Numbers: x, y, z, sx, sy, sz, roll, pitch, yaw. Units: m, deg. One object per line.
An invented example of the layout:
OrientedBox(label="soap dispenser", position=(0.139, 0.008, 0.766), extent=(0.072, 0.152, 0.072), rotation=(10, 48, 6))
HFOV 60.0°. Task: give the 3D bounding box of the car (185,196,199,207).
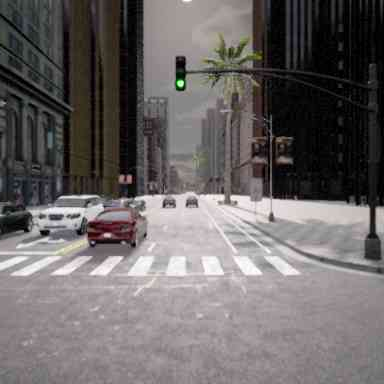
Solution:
OrientedBox(label="car", position=(-0.001, 1.434, 49.449), extent=(1.837, 1.490, 4.892), rotation=(0, 0, 0))

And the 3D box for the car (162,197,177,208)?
OrientedBox(label="car", position=(-3.251, 1.436, 47.856), extent=(1.837, 1.490, 4.892), rotation=(0, 0, 0))

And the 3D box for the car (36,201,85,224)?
OrientedBox(label="car", position=(-9.831, 1.489, 25.287), extent=(1.812, 1.442, 4.674), rotation=(0, 0, 0))

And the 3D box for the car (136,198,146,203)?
OrientedBox(label="car", position=(-6.502, 1.436, 38.962), extent=(2.128, 1.511, 4.902), rotation=(0, 0, 0))

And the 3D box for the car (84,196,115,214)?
OrientedBox(label="car", position=(-9.751, 1.301, 35.500), extent=(2.097, 1.767, 4.553), rotation=(0, 0, 0))

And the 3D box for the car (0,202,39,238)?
OrientedBox(label="car", position=(-9.874, 1.328, 16.593), extent=(2.097, 1.767, 4.553), rotation=(0, 0, 1))

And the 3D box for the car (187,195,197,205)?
OrientedBox(label="car", position=(-0.001, 1.393, 59.583), extent=(1.882, 1.535, 5.008), rotation=(0, 0, 0))

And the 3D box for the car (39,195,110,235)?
OrientedBox(label="car", position=(-6.593, 1.194, 18.795), extent=(2.150, 2.045, 5.566), rotation=(0, 0, 0))

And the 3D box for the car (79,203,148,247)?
OrientedBox(label="car", position=(-3.150, 1.456, 14.865), extent=(1.882, 1.535, 5.008), rotation=(0, 0, 0))

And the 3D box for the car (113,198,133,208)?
OrientedBox(label="car", position=(-9.776, 1.532, 47.711), extent=(1.895, 1.301, 4.718), rotation=(0, 0, 0))

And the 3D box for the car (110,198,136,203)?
OrientedBox(label="car", position=(-6.561, 1.450, 28.839), extent=(2.128, 1.511, 4.902), rotation=(0, 0, 1))
